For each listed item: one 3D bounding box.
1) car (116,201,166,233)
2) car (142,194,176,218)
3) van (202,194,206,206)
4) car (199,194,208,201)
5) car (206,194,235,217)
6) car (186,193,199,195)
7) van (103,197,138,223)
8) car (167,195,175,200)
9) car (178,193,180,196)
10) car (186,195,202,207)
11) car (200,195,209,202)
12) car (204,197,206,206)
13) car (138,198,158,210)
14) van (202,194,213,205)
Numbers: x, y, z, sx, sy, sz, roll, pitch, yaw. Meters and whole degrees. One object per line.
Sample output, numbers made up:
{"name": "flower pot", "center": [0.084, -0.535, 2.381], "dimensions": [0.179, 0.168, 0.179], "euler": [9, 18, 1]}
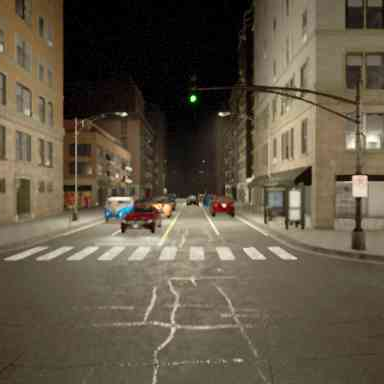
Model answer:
{"name": "car", "center": [-2.840, 1.492, 19.485], "dimensions": [1.812, 1.442, 4.674], "euler": [0, 0, 2]}
{"name": "car", "center": [-2.838, 1.301, 29.264], "dimensions": [2.097, 1.767, 4.553], "euler": [0, 0, 0]}
{"name": "van", "center": [2.708, 1.259, 46.615], "dimensions": [1.690, 1.788, 3.998], "euler": [0, 0, 0]}
{"name": "car", "center": [2.692, 1.298, 79.052], "dimensions": [1.967, 1.590, 4.097], "euler": [0, 0, 0]}
{"name": "car", "center": [2.717, 1.262, 30.396], "dimensions": [2.192, 1.841, 5.009], "euler": [0, 0, 0]}
{"name": "car", "center": [0.025, 1.439, 60.610], "dimensions": [2.033, 1.411, 5.357], "euler": [0, 0, 0]}
{"name": "van", "center": [-5.398, 1.297, 24.992], "dimensions": [1.690, 1.788, 3.998], "euler": [0, 0, 0]}
{"name": "car", "center": [-5.358, 1.430, 84.461], "dimensions": [1.802, 1.307, 4.206], "euler": [0, 0, 0]}
{"name": "car", "center": [-5.351, 1.379, 95.273], "dimensions": [2.008, 1.369, 4.403], "euler": [0, 0, 0]}
{"name": "car", "center": [0.125, 1.511, 50.720], "dimensions": [1.895, 1.301, 4.718], "euler": [0, 0, 0]}
{"name": "car", "center": [2.695, 1.393, 73.816], "dimensions": [1.752, 1.417, 4.829], "euler": [0, 0, 0]}
{"name": "car", "center": [2.714, 1.488, 35.803], "dimensions": [2.008, 1.369, 4.403], "euler": [0, 0, 0]}
{"name": "car", "center": [-5.387, 1.472, 41.211], "dimensions": [1.887, 1.381, 4.507], "euler": [0, 0, 0]}
{"name": "van", "center": [2.703, 1.239, 57.428], "dimensions": [1.690, 1.788, 3.998], "euler": [0, 0, 0]}
